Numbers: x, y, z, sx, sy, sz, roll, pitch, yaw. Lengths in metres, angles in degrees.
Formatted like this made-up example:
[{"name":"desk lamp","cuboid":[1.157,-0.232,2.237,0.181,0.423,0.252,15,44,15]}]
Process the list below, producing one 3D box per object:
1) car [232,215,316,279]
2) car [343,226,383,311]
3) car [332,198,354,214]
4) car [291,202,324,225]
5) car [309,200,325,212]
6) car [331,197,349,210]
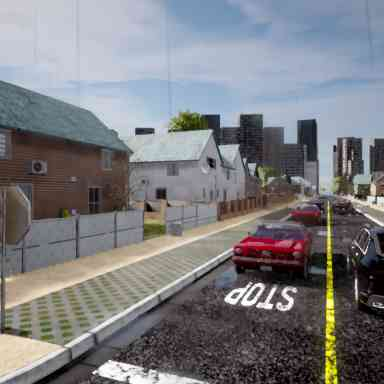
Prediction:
[{"name":"car","cuboid":[2.686,1.607,10.352,1.895,1.301,4.718,0,0,22]},{"name":"car","cuboid":[4.534,1.507,7.352,1.837,1.490,4.892,0,0,22]},{"name":"car","cuboid":[15.905,1.504,34.987,2.128,1.511,4.902,0,0,23]},{"name":"car","cuboid":[8.319,1.612,24.088,1.895,1.301,4.718,0,0,22]},{"name":"car","cuboid":[14.365,1.581,38.664,1.994,1.385,4.181,0,0,23]},{"name":"car","cuboid":[19.797,1.508,44.597,2.128,1.511,4.902,0,0,22]}]
